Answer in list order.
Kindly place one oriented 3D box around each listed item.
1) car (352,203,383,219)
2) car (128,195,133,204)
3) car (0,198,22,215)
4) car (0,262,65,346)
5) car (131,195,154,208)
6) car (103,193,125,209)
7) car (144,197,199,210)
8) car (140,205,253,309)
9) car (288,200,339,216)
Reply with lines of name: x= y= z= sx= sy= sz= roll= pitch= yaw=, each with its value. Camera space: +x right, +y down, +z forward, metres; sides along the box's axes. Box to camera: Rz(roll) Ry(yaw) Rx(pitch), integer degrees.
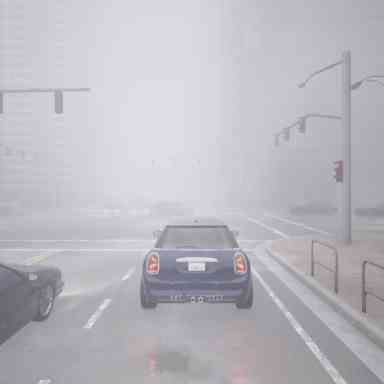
car: x=16.504 y=1.601 z=28.677 sx=4.718 sy=1.301 sz=1.895 roll=0 pitch=0 yaw=1
car: x=-10.456 y=1.352 z=62.012 sx=2.097 sy=1.767 sz=4.553 roll=0 pitch=0 yaw=1
car: x=-19.261 y=1.352 z=32.490 sx=4.553 sy=1.767 sz=2.097 roll=0 pitch=0 yaw=-5
car: x=-3.413 y=1.547 z=4.185 sx=2.033 sy=1.411 sz=5.357 roll=0 pitch=0 yaw=-1
car: x=-7.015 y=1.503 z=47.553 sx=1.837 sy=1.490 sz=4.892 roll=0 pitch=0 yaw=0
car: x=-10.521 y=1.352 z=45.013 sx=2.097 sy=1.767 sz=4.553 roll=0 pitch=0 yaw=0
car: x=-1.859 y=1.505 z=29.058 sx=1.837 sy=1.490 sz=4.892 roll=-2 pitch=1 yaw=-41
car: x=0.093 y=1.352 z=8.044 sx=2.097 sy=1.767 sz=4.553 roll=0 pitch=0 yaw=0
car: x=11.709 y=1.526 z=32.220 sx=4.674 sy=1.442 sz=1.812 roll=0 pitch=0 yaw=1
